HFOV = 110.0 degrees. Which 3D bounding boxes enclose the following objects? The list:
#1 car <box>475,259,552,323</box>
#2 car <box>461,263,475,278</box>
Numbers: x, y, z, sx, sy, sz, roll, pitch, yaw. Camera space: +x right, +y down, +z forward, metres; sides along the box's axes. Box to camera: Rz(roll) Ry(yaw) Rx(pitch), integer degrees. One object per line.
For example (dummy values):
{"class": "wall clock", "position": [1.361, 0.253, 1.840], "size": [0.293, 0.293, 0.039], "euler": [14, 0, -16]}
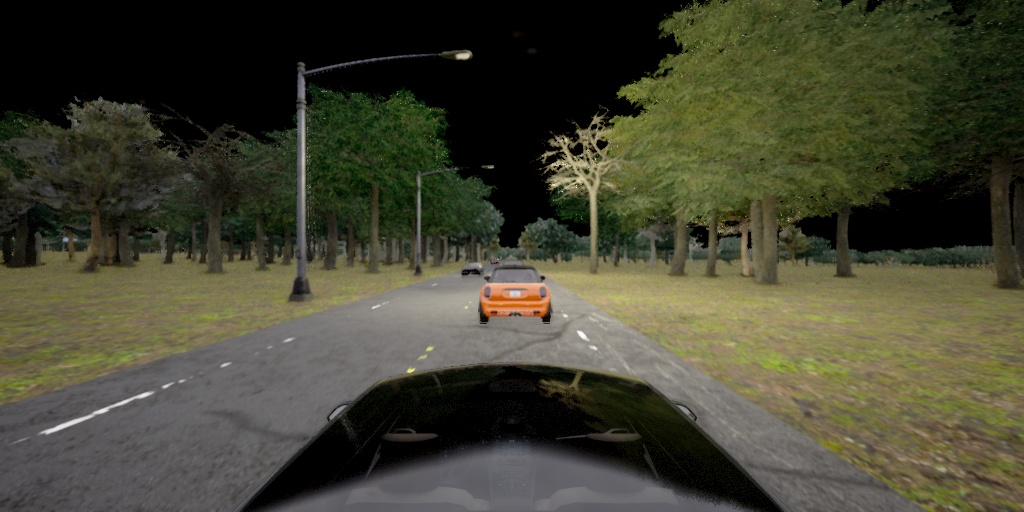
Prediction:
{"class": "car", "position": [0.094, 1.072, 12.140], "size": [2.097, 1.767, 4.553], "euler": [0, 0, 0]}
{"class": "car", "position": [-3.591, 1.305, 33.450], "size": [1.895, 1.301, 4.718], "euler": [0, 0, 0]}
